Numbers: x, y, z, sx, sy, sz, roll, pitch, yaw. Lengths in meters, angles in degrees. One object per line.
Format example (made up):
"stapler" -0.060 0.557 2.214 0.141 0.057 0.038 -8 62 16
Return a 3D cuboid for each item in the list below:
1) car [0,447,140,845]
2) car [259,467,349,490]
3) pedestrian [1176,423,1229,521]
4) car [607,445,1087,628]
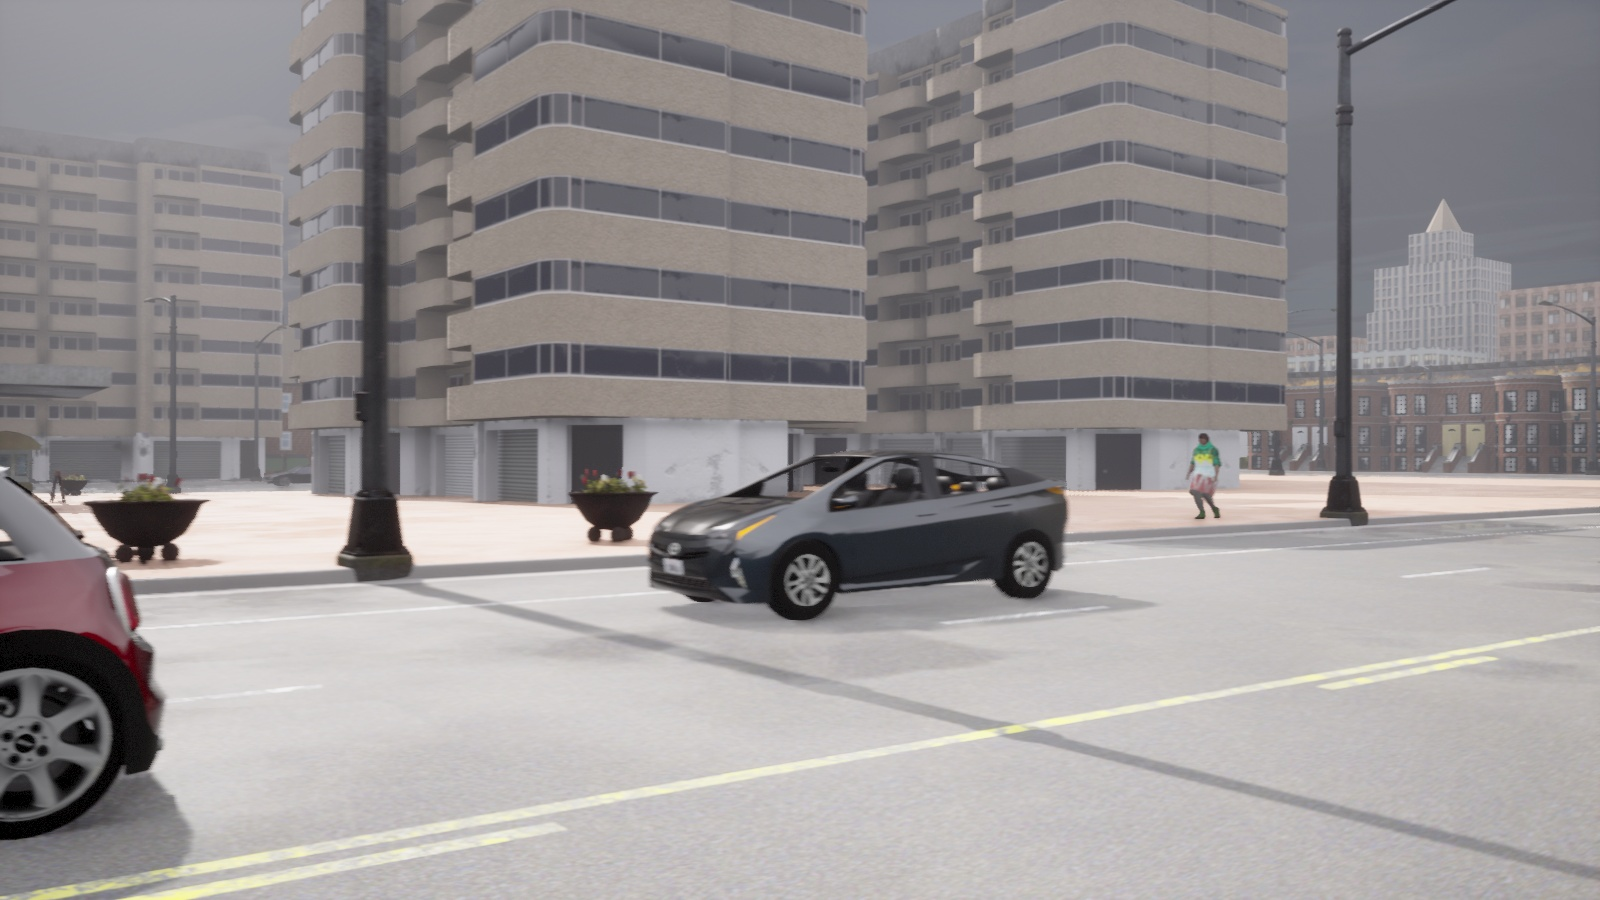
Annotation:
"car" -4.715 0.732 4.643 3.806 1.475 1.970 0 0 -35
"car" -33.789 1.919 85.639 5.357 1.411 2.033 0 0 -36
"pedestrian" 8.238 0.445 25.705 0.873 1.952 0.659 0 0 -38
"car" 0.562 0.721 12.584 4.514 1.525 2.007 0 0 -35
